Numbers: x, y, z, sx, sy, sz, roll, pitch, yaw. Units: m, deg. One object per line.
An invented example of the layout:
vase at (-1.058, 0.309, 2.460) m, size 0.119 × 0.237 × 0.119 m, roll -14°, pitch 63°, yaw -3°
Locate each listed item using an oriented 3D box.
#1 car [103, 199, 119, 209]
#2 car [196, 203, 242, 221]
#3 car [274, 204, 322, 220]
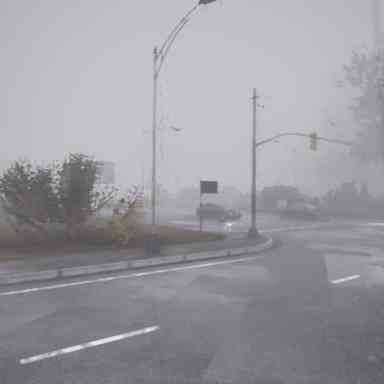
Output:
car at (-10.734, 1.709, 46.399) m, size 1.882 × 1.535 × 5.008 m, roll 1°, pitch -1°, yaw -38°
car at (2.373, 1.750, 30.010) m, size 1.837 × 1.490 × 4.892 m, roll 1°, pitch 0°, yaw -39°
car at (10.054, 1.865, 31.778) m, size 1.812 × 1.442 × 4.674 m, roll 1°, pitch -1°, yaw -39°
